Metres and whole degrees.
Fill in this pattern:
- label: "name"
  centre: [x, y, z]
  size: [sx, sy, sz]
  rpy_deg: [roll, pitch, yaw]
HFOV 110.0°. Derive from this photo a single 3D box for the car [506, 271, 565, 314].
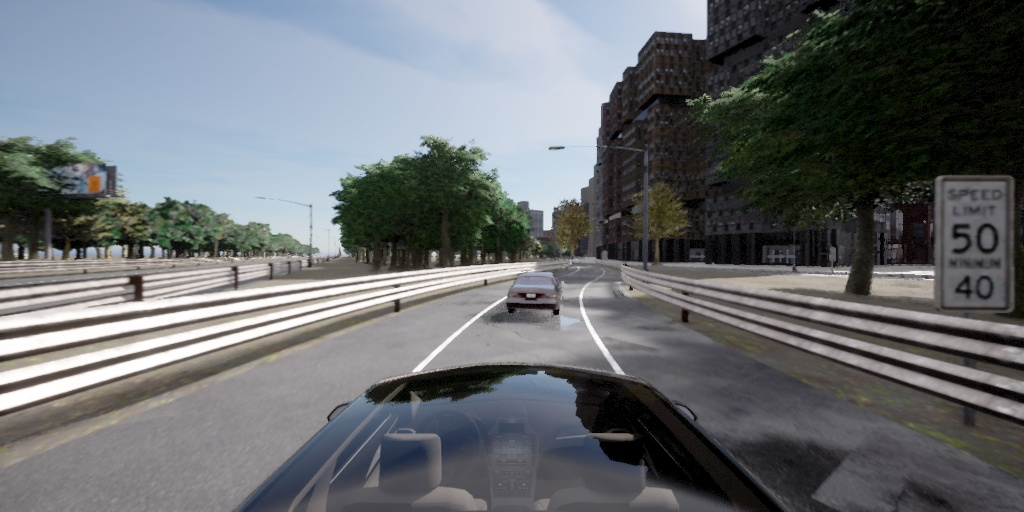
- label: "car"
  centre: [0.996, 1.301, 13.849]
  size: [2.033, 1.411, 5.357]
  rpy_deg: [0, 0, 9]
